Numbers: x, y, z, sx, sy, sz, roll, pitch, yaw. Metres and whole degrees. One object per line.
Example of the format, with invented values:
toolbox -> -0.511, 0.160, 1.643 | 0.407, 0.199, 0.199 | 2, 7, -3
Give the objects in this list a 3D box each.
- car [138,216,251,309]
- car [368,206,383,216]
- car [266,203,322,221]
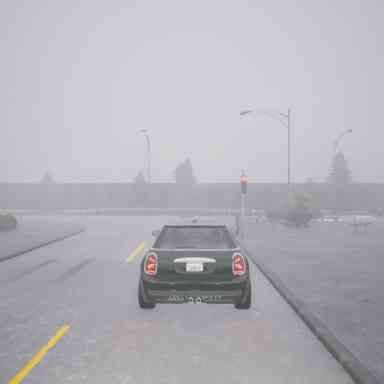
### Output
car -> 0.071, 1.352, 8.017 | 2.097, 1.767, 4.553 | 0, 0, 1
car -> 19.302, 1.547, 30.605 | 5.357, 1.411, 2.033 | 0, 0, 0
car -> 8.048, 1.564, 26.418 | 4.181, 1.385, 1.994 | 0, 0, 0
